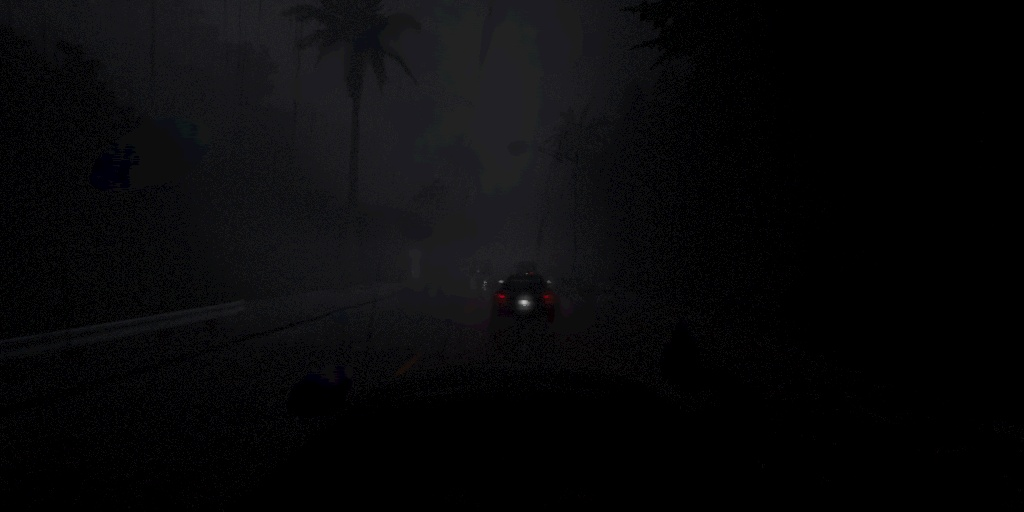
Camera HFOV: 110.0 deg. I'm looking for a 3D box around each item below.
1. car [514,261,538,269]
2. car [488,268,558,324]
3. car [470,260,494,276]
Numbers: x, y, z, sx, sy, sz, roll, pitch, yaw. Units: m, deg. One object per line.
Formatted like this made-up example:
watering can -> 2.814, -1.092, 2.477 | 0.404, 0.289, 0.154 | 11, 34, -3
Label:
car -> 1.279, 1.215, 32.500 | 1.837, 1.490, 4.892 | 1, 0, 2
car -> 0.449, 1.301, 12.083 | 1.994, 1.385, 4.181 | 1, 0, 2
car -> -2.830, 1.122, 34.662 | 2.128, 1.511, 4.902 | 1, 0, 2
